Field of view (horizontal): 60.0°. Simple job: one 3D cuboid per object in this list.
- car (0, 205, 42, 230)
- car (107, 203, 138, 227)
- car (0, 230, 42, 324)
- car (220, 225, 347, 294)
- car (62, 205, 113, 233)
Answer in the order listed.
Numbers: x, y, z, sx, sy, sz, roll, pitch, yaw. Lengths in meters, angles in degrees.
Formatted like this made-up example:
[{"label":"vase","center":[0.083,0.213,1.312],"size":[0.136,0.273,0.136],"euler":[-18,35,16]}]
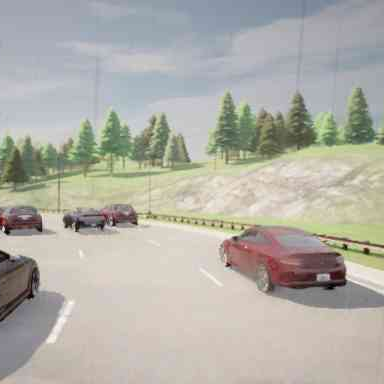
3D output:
[{"label":"car","center":[-11.403,1.659,21.917],"size":[2.097,1.767,4.553],"euler":[0,-1,-36]},{"label":"car","center":[-6.125,1.702,26.413],"size":[2.097,1.767,4.553],"euler":[0,-1,-36]},{"label":"car","center":[-4.228,1.651,5.965],"size":[1.994,1.385,4.181],"euler":[0,-1,-10]},{"label":"car","center":[2.215,1.637,9.149],"size":[1.812,1.442,4.674],"euler":[0,-1,-13]},{"label":"car","center":[-7.300,1.791,22.177],"size":[2.128,1.511,4.902],"euler":[0,-1,-33]}]
